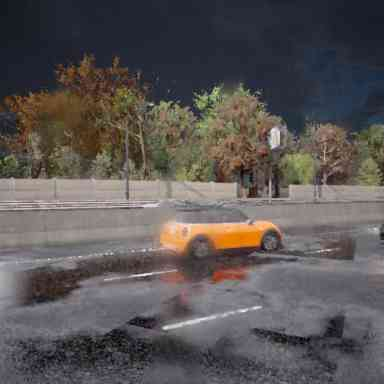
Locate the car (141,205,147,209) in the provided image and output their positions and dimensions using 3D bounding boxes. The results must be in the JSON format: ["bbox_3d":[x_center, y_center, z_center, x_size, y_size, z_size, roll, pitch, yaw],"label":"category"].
[{"bbox_3d":[-2.997,1.526,34.478,4.674,1.442,1.812,0,0,-30],"label":"car"}]

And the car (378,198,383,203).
[{"bbox_3d":[32.972,1.502,55.280,5.008,1.535,1.882,0,0,-30],"label":"car"}]

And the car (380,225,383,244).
[{"bbox_3d":[9.461,1.504,13.131,4.892,1.490,1.837,0,0,-30],"label":"car"}]

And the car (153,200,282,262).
[{"bbox_3d":[1.165,1.352,12.362,4.553,1.767,2.097,0,0,-30],"label":"car"}]

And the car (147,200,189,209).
[{"bbox_3d":[-1.326,1.491,31.382,4.902,1.511,2.128,0,0,-30],"label":"car"}]
